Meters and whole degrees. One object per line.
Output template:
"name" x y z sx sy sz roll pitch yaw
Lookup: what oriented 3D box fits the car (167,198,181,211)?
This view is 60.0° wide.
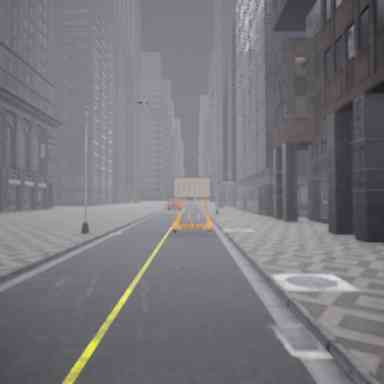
"car" -3.049 2.127 56.665 2.150 2.045 5.566 0 -1 1

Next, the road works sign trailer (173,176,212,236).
"road works sign trailer" 0.016 0.771 20.763 2.380 3.560 2.880 0 -1 0
